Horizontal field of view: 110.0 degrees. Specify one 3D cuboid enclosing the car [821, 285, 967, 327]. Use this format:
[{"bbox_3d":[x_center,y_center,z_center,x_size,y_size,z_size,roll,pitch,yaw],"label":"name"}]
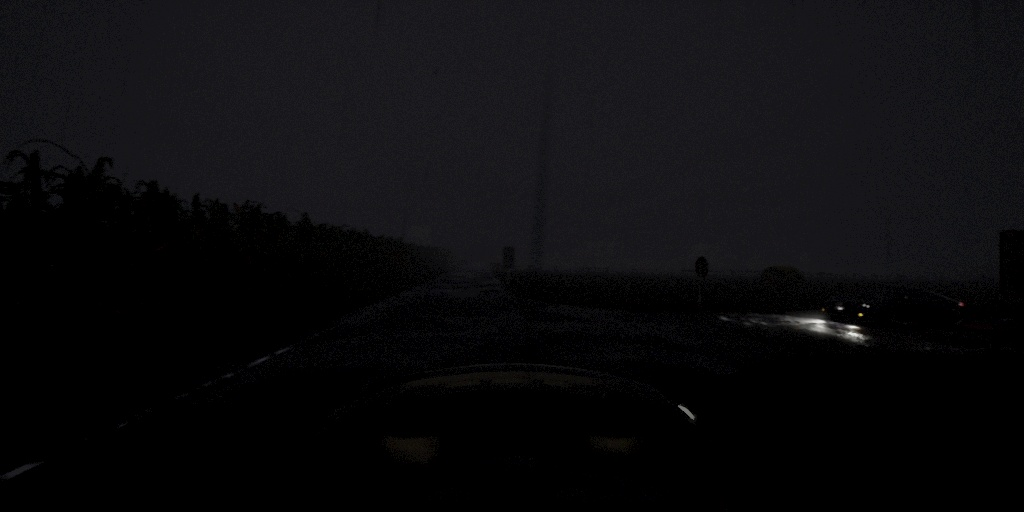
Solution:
[{"bbox_3d":[14.256,1.822,13.517,4.181,1.385,1.994,1,-1,-4],"label":"car"}]
